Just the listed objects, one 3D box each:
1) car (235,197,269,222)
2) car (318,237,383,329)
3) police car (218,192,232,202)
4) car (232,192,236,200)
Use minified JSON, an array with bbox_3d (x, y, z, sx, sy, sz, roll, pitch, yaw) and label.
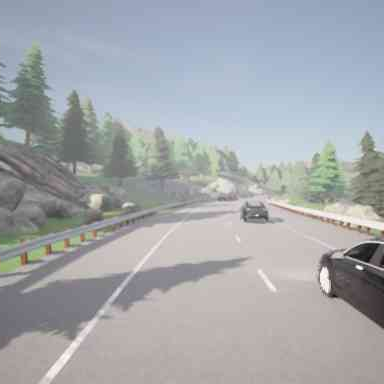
[{"bbox_3d":[4.700,1.419,25.562,2.128,1.511,4.902,0,0,4],"label":"car"},{"bbox_3d":[3.706,1.492,5.572,1.837,1.490,4.892,0,0,1],"label":"car"},{"bbox_3d":[6.699,1.217,71.260,1.930,1.638,5.238,0,0,12],"label":"police car"},{"bbox_3d":[8.929,1.243,80.874,1.882,1.535,5.008,0,0,14],"label":"car"}]
